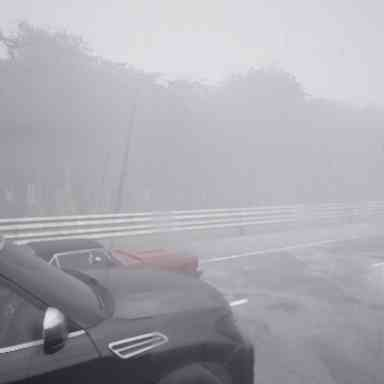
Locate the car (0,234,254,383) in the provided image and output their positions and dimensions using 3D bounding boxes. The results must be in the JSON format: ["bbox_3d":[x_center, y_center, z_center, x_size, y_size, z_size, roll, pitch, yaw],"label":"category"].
[{"bbox_3d":[-2.078,1.225,2.270,5.566,2.045,2.150,0,0,-36],"label":"car"}]

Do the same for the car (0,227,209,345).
[{"bbox_3d":[-2.116,1.589,6.539,4.718,1.301,1.895,0,0,-36],"label":"car"}]
